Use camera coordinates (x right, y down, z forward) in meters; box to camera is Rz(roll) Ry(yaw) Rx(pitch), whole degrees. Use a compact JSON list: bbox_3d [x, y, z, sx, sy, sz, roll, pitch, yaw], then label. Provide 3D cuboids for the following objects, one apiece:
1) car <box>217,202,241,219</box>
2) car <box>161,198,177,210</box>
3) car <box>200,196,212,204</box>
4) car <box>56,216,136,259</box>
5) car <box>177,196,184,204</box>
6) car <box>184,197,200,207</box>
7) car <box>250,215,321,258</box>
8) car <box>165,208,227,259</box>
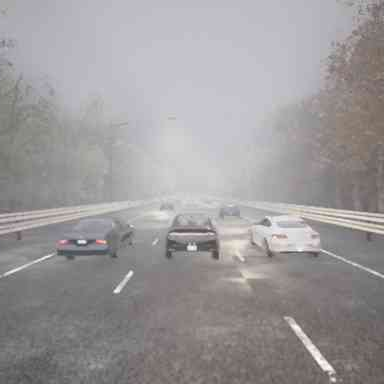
[{"bbox_3d":[3.508,1.736,32.150,2.128,1.511,4.902,0,0,0],"label":"car"},{"bbox_3d":[-3.488,1.884,48.142,1.812,1.442,4.674,0,0,0],"label":"car"},{"bbox_3d":[3.520,2.085,76.155,2.033,1.411,5.357,0,0,0],"label":"car"},{"bbox_3d":[-3.496,1.652,13.075,2.033,1.411,5.357,0,0,0],"label":"car"},{"bbox_3d":[-3.480,2.071,76.165,2.128,1.511,4.902,0,0,0],"label":"car"},{"bbox_3d":[0.015,2.055,62.118,1.895,1.301,4.718,0,0,0],"label":"car"},{"bbox_3d":[3.503,1.629,13.074,1.812,1.442,4.674,0,0,0],"label":"car"},{"bbox_3d":[0.003,1.596,13.085,2.128,1.511,4.902,0,0,0],"label":"car"}]
